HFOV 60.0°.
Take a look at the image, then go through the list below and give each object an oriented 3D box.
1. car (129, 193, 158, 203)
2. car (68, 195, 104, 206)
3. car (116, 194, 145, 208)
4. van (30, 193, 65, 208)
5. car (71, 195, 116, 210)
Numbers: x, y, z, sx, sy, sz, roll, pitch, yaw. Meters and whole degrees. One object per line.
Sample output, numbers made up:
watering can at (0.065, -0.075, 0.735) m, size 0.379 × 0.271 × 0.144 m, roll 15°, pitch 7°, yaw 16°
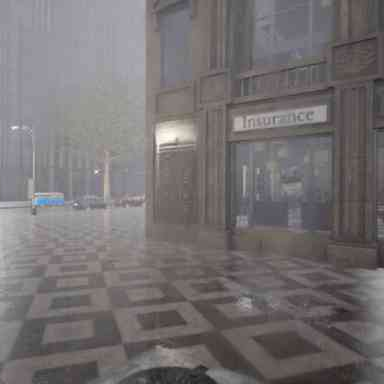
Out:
car at (-7.910, 0.948, 54.332) m, size 1.752 × 1.417 × 4.829 m, roll 2°, pitch 2°, yaw 36°
car at (-14.384, 1.127, 45.354) m, size 2.008 × 1.369 × 4.403 m, roll 1°, pitch 2°, yaw 36°
car at (-7.462, 1.188, 40.376) m, size 1.887 × 1.381 × 4.507 m, roll 2°, pitch 2°, yaw 36°
van at (-17.667, 0.987, 40.794) m, size 1.690 × 1.788 × 3.998 m, roll 1°, pitch 1°, yaw 36°
car at (-10.747, 1.279, 35.820) m, size 1.947 × 1.339 × 4.313 m, roll 1°, pitch 2°, yaw 36°
